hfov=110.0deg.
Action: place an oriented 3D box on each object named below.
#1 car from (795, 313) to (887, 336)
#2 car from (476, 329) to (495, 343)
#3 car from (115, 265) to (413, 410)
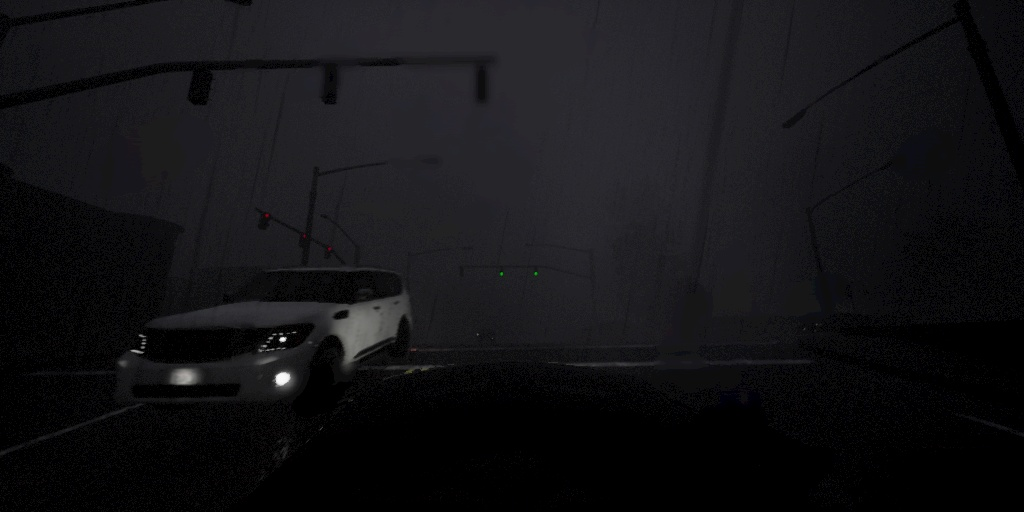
[{"bbox_3d":[18.687,4.004,20.435,4.181,1.385,1.994,-1,-14,1],"label":"car"},{"bbox_3d":[-3.146,9.560,43.275,2.097,1.767,4.553,-1,-14,0],"label":"car"},{"bbox_3d":[-3.496,1.168,6.622,2.150,2.045,5.566,-1,-5,0],"label":"car"}]
